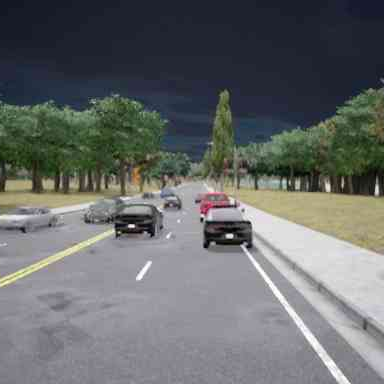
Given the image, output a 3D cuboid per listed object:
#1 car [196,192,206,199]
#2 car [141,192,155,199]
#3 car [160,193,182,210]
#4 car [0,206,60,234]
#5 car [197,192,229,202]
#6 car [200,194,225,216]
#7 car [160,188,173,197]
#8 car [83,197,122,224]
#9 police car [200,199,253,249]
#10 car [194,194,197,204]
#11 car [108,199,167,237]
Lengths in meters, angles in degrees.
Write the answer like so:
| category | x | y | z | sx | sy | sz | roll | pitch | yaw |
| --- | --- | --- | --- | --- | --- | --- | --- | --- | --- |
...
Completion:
| category | x | y | z | sx | sy | sz | roll | pitch | yaw |
| --- | --- | --- | --- | --- | --- | --- | --- | --- | --- |
| car | 1.739 | 0.640 | 64.179 | 1.895 | 1.301 | 4.718 | 0 | 1 | 2 |
| car | -8.128 | 0.663 | 61.740 | 1.994 | 1.385 | 4.181 | 0 | 1 | 2 |
| car | -2.117 | 1.173 | 37.434 | 1.812 | 1.442 | 4.674 | 0 | 1 | 2 |
| car | -9.315 | 1.487 | 18.709 | 1.895 | 1.301 | 4.718 | 0 | 0 | 2 |
| car | 1.662 | 1.064 | 24.282 | 2.150 | 2.045 | 5.566 | 0 | 1 | 2 |
| car | 1.818 | 1.118 | 30.218 | 2.097 | 1.767 | 4.553 | 0 | 1 | 2 |
| car | -4.799 | 0.259 | 64.360 | 2.150 | 2.045 | 5.566 | 0 | 1 | 2 |
| car | -5.941 | 1.202 | 23.311 | 2.097 | 1.767 | 4.553 | 0 | 0 | 2 |
| police car | 1.401 | 1.339 | 14.370 | 1.930 | 1.638 | 5.238 | 0 | 0 | 2 |
| car | 1.334 | 0.998 | 48.638 | 1.895 | 1.301 | 4.718 | 0 | 1 | 2 |
| car | -2.645 | 1.372 | 17.421 | 1.882 | 1.535 | 5.008 | 0 | 0 | 2 |
